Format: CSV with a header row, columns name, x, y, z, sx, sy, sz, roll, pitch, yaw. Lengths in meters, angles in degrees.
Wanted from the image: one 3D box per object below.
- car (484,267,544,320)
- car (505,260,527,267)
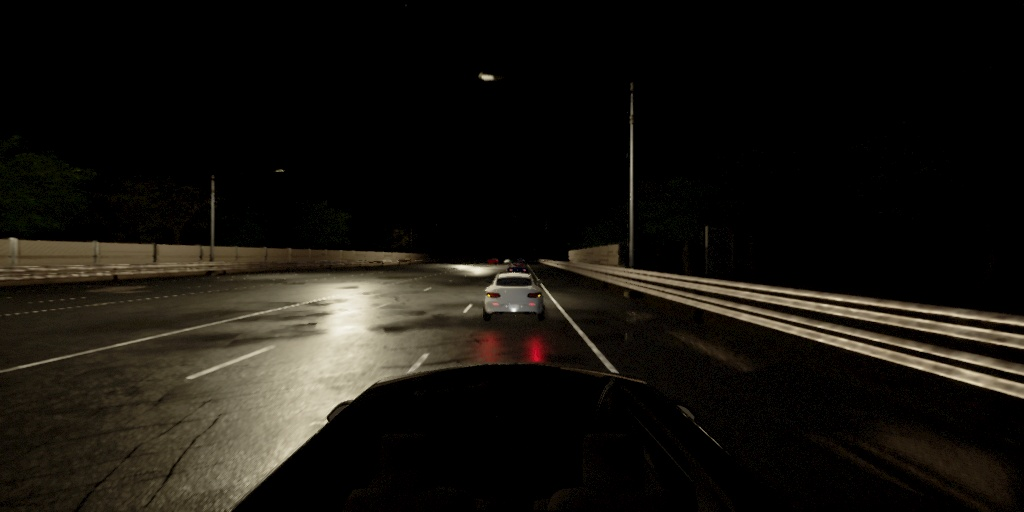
name,x,y,z,sx,sy,sz,roll,pitch,yaw
car,0.079,1.265,12.380,1.812,1.442,4.674,0,0,1
car,0.569,1.352,35.291,1.895,1.301,4.718,0,0,2
